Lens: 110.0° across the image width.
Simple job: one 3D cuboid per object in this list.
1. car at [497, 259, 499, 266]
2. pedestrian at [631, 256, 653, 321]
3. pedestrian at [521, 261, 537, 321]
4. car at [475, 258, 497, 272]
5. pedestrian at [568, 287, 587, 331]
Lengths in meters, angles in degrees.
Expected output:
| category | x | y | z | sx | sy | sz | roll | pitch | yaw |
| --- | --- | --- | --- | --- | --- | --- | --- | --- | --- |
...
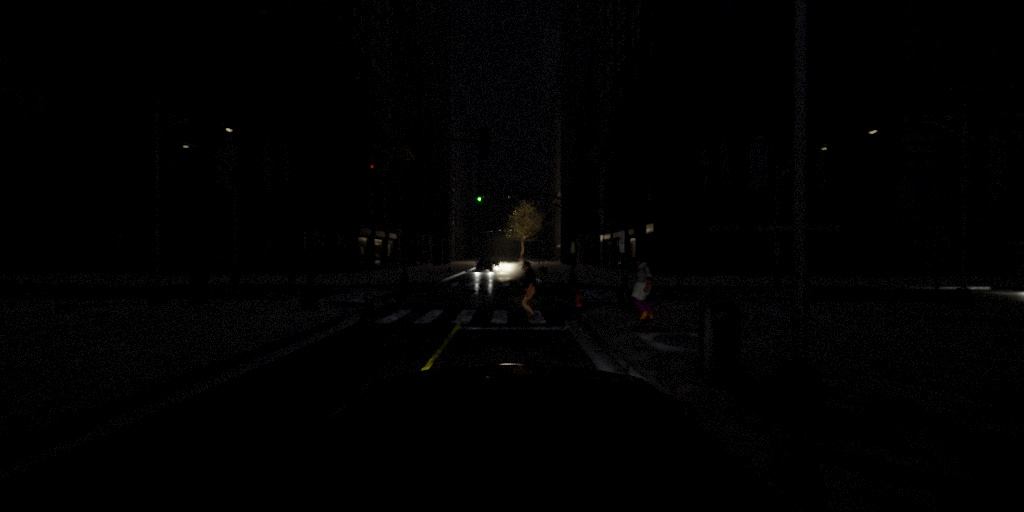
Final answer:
| category | x | y | z | sx | sy | sz | roll | pitch | yaw |
| --- | --- | --- | --- | --- | --- | --- | --- | --- | --- |
| car | -3.107 | 1.063 | 59.415 | 1.895 | 1.301 | 4.718 | 0 | 0 | 0 |
| pedestrian | 3.630 | 0.848 | 10.002 | 0.375 | 1.860 | 0.375 | 0 | 0 | 0 |
| pedestrian | 0.522 | 0.995 | 10.597 | 0.375 | 1.860 | 0.375 | 0 | 0 | 0 |
| car | -3.132 | 1.041 | 41.698 | 1.837 | 1.490 | 4.892 | 0 | 1 | 0 |
| pedestrian | 1.743 | 1.002 | 9.399 | 0.375 | 1.860 | 0.375 | 0 | 0 | 0 |
